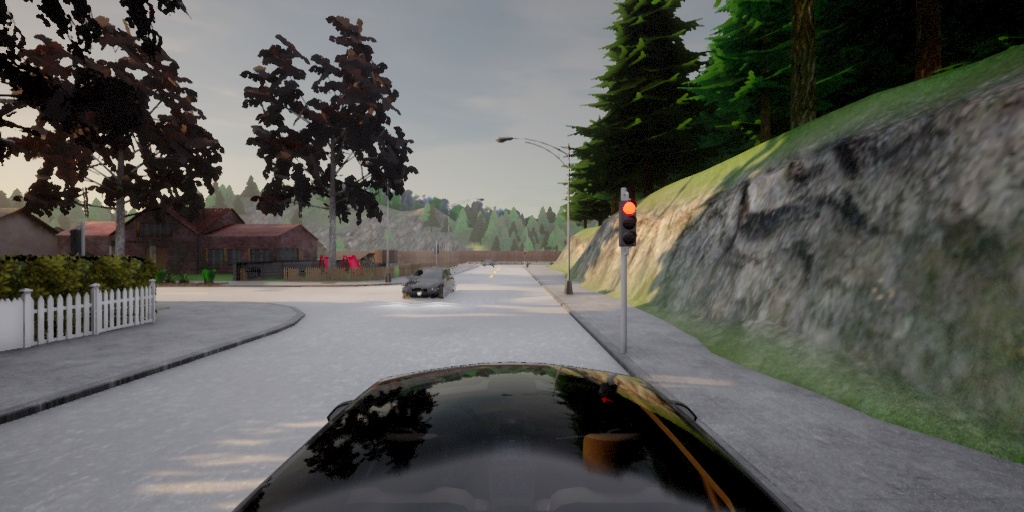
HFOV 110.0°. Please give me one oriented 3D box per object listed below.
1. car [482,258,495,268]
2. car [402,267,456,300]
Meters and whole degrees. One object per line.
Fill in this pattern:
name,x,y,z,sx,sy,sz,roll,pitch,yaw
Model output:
car,-3.994,1.131,61.315,2.128,1.511,4.902,0,0,0
car,-3.999,1.342,17.876,1.837,1.490,4.892,0,1,0
